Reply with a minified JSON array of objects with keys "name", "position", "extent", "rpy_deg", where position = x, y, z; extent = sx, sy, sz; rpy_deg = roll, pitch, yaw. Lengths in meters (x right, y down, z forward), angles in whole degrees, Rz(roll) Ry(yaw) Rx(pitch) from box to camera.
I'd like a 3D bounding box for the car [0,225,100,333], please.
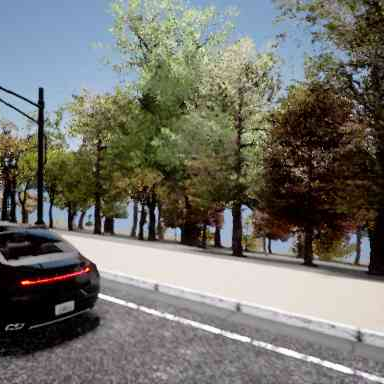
[{"name":"car","position":[-3.759,1.405,6.340],"extent":[4.892,1.490,1.837],"rpy_deg":[1,1,38]}]
